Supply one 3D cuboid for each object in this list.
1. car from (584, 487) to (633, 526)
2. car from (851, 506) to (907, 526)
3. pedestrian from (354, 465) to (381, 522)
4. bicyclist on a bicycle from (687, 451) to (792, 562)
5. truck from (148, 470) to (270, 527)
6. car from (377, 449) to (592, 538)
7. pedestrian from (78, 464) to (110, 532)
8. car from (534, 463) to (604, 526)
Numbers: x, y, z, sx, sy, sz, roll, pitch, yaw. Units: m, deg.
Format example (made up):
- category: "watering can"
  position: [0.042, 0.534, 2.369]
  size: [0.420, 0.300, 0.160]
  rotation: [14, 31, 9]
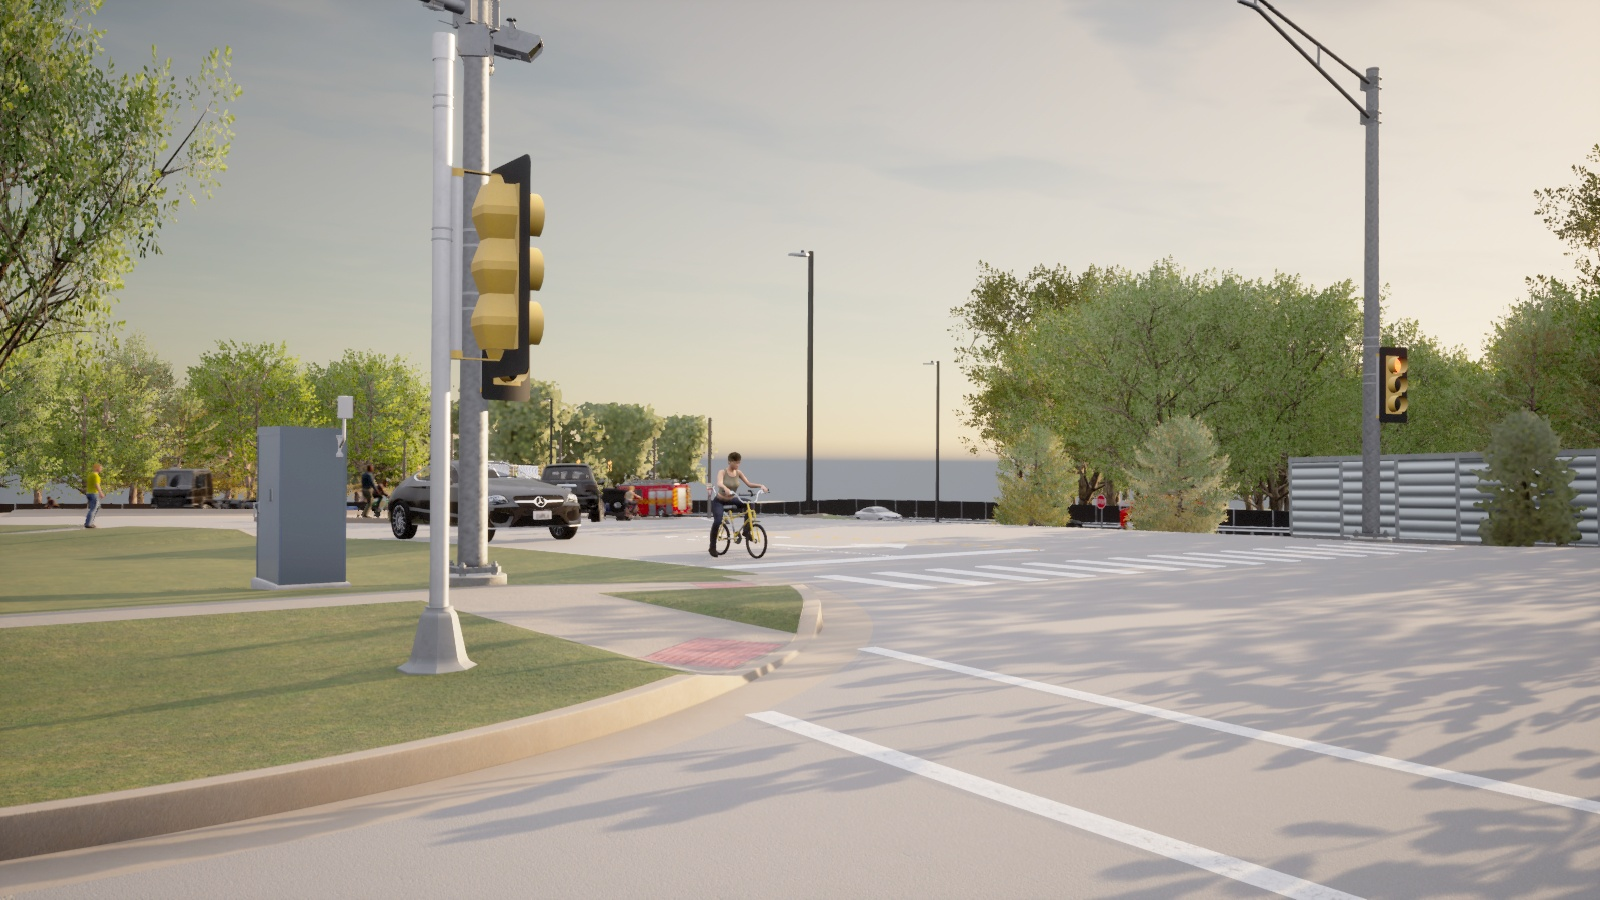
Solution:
- category: "car"
  position: [-10.432, 3.088, 68.370]
  size: [1.905, 1.878, 3.866]
  rotation: [8, -5, -16]
- category: "car"
  position: [6.126, 5.129, 97.766]
  size: [1.812, 1.442, 4.674]
  rotation: [0, -2, -34]
- category: "pedestrian"
  position: [-14.102, 1.395, 40.955]
  size: [0.726, 1.835, 0.370]
  rotation: [0, 0, -44]
- category: "bicyclist on a bicycle"
  position: [-0.941, 0.837, 19.197]
  size: [0.866, 1.612, 1.509]
  rotation: [0, -1, -39]
- category: "truck"
  position: [-37.582, 2.999, 80.228]
  size: [2.891, 3.462, 7.936]
  rotation: [-1, -1, 11]
- category: "car"
  position: [-6.568, 0.887, 25.743]
  size: [2.152, 1.651, 5.027]
  rotation: [0, -2, -42]
- category: "pedestrian"
  position: [-19.429, 1.319, 34.561]
  size: [0.706, 1.836, 0.354]
  rotation: [0, 0, -43]
- category: "car"
  position: [-8.106, 1.610, 44.469]
  size: [2.150, 2.045, 5.566]
  rotation: [-1, -3, -8]
